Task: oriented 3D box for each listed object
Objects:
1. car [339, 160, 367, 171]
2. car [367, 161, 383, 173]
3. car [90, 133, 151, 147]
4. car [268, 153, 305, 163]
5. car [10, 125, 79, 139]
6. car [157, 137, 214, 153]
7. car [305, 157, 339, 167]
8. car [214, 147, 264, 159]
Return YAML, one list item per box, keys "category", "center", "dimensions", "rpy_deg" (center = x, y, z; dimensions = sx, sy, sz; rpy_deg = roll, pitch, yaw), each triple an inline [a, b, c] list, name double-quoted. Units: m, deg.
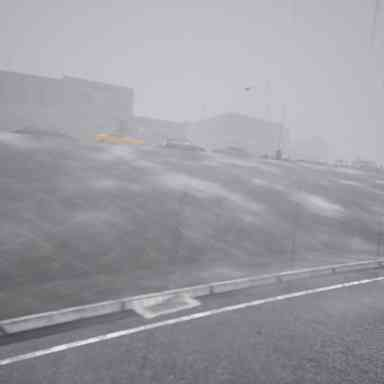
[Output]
- category: "car"
  center: [18.537, -2.989, 40.398]
  dimensions: [4.553, 1.767, 2.185]
  rpy_deg: [3, -1, -32]
- category: "car"
  center: [23.264, -2.863, 43.418]
  dimensions: [5.566, 2.045, 2.435]
  rpy_deg: [3, -1, -33]
- category: "car"
  center: [-5.766, -3.932, 26.896]
  dimensions: [5.008, 1.535, 2.097]
  rpy_deg: [2, -1, -25]
- category: "car"
  center: [9.051, -3.261, 34.720]
  dimensions: [4.674, 1.452, 2.002]
  rpy_deg: [2, -1, -29]
- category: "car"
  center: [-10.778, -4.101, 24.522]
  dimensions: [4.674, 1.452, 2.002]
  rpy_deg: [2, -1, -24]
- category: "car"
  center: [-0.824, -3.849, 29.367]
  dimensions: [4.553, 1.767, 2.185]
  rpy_deg: [2, -1, -26]
- category: "car"
  center: [13.733, -3.094, 37.450]
  dimensions: [4.892, 1.521, 2.231]
  rpy_deg: [2, -1, -30]
- category: "car"
  center: [4.228, -3.478, 32.045]
  dimensions: [4.792, 1.488, 2.163]
  rpy_deg: [2, -1, -28]
